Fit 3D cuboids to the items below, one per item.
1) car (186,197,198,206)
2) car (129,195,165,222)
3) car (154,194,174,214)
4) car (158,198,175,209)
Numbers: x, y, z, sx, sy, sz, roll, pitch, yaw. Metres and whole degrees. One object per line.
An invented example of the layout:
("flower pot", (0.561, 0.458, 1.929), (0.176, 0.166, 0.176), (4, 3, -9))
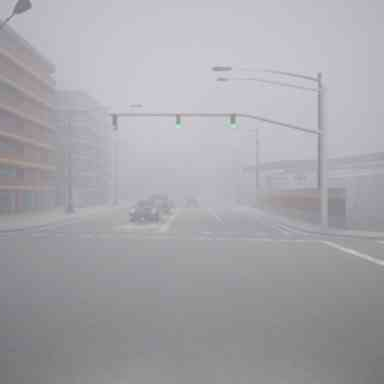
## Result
("car", (0.009, 1.518, 54.717), (2.128, 1.511, 4.902), (0, 0, 0))
("car", (-3.588, 1.389, 26.453), (2.097, 1.767, 4.553), (0, 0, 0))
("car", (-3.546, 1.258, 36.046), (2.150, 2.045, 5.566), (0, 0, 0))
("car", (-3.493, 1.600, 45.913), (1.994, 1.385, 4.181), (0, 0, 0))
